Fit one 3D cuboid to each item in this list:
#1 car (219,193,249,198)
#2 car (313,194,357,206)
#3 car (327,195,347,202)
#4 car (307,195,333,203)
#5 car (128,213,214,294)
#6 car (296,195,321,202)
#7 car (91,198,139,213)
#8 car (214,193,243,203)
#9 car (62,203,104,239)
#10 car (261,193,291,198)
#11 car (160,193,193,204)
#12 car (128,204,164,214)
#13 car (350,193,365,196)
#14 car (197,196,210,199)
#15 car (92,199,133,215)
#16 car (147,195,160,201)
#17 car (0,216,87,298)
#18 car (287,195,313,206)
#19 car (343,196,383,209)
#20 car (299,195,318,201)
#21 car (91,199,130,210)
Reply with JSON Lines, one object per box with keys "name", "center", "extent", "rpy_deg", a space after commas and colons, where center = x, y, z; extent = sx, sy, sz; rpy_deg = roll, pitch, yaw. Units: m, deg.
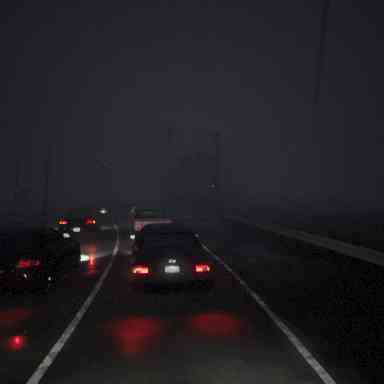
{"name": "car", "center": [7.087, 1.196, 61.026], "extent": [5.566, 2.045, 2.150], "rpy_deg": [0, 0, -19]}
{"name": "car", "center": [20.116, 1.473, 46.923], "extent": [4.902, 1.511, 2.128], "rpy_deg": [0, 0, -20]}
{"name": "car", "center": [35.197, 1.493, 80.881], "extent": [4.902, 1.511, 2.128], "rpy_deg": [0, 0, -34]}
{"name": "car", "center": [26.155, 1.450, 67.912], "extent": [5.008, 1.535, 1.882], "rpy_deg": [0, 0, -22]}
{"name": "car", "center": [-0.693, 1.544, 8.936], "extent": [2.033, 1.411, 5.357], "rpy_deg": [0, 0, -7]}
{"name": "car", "center": [26.534, 1.509, 75.770], "extent": [5.357, 1.411, 2.033], "rpy_deg": [0, 0, -22]}
{"name": "car", "center": [-8.496, 1.493, 36.618], "extent": [4.892, 1.490, 1.837], "rpy_deg": [0, 0, -20]}
{"name": "car", "center": [7.523, 1.193, 68.544], "extent": [5.566, 2.045, 2.150], "rpy_deg": [0, 0, -20]}
{"name": "car", "center": [-5.685, 1.518, 17.104], "extent": [1.812, 1.442, 4.674], "rpy_deg": [0, 0, -13]}
{"name": "car", "center": [16.849, 1.195, 64.503], "extent": [5.566, 2.045, 2.150], "rpy_deg": [0, 0, -19]}
{"name": "car", "center": [-2.674, 1.328, 57.525], "extent": [4.553, 1.767, 2.097], "rpy_deg": [0, 0, -20]}
{"name": "car", "center": [-2.371, 1.593, 18.437], "extent": [1.895, 1.301, 4.718], "rpy_deg": [0, 0, -12]}
{"name": "car", "center": [35.695, 1.196, 72.841], "extent": [5.566, 2.045, 2.150], "rpy_deg": [0, 0, -30]}
{"name": "car", "center": [2.268, 1.523, 70.362], "extent": [4.181, 1.385, 1.994], "rpy_deg": [0, 0, -20]}
{"name": "car", "center": [-7.564, 1.538, 33.233], "extent": [5.357, 1.411, 2.033], "rpy_deg": [0, 0, -20]}
{"name": "car", "center": [-6.911, 1.324, 67.119], "extent": [4.553, 1.767, 2.097], "rpy_deg": [0, 0, -20]}
{"name": "car", "center": [-4.208, 1.560, 8.494], "extent": [1.994, 1.385, 4.181], "rpy_deg": [0, 0, -6]}
{"name": "car", "center": [18.239, 1.579, 53.688], "extent": [4.718, 1.301, 1.895], "rpy_deg": [0, 0, -20]}
{"name": "car", "center": [22.967, 1.583, 44.230], "extent": [4.718, 1.301, 1.895], "rpy_deg": [0, 0, -20]}
{"name": "car", "center": [28.116, 1.520, 80.555], "extent": [4.181, 1.385, 1.994], "rpy_deg": [0, 0, -26]}
{"name": "car", "center": [-10.586, 1.586, 43.304], "extent": [4.718, 1.301, 1.895], "rpy_deg": [0, 0, -20]}
